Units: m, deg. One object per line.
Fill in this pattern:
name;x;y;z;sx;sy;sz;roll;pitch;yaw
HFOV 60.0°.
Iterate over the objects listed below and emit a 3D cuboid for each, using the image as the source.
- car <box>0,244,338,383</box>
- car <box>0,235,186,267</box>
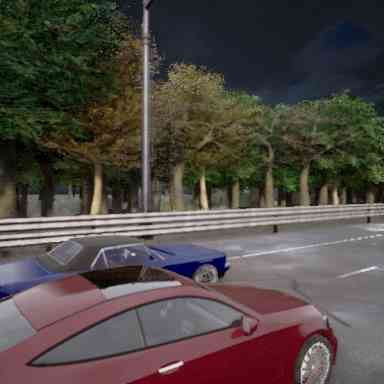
car;-0.443;1.526;3.428;4.674;1.442;1.812;0;0;-36
car;-1.460;1.573;6.998;4.718;1.301;1.895;-1;0;-35
